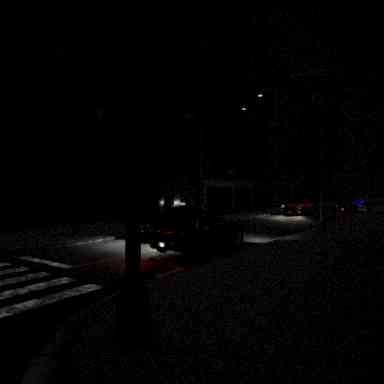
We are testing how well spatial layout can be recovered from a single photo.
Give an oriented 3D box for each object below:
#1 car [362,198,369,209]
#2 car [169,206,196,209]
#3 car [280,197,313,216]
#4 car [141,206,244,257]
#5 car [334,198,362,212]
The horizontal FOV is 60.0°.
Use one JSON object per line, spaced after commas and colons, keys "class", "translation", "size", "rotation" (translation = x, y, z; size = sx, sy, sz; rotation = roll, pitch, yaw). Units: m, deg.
{"class": "car", "translation": [23.586, 1.537, 46.749], "size": [1.812, 1.442, 4.674], "rotation": [0, 0, 35]}
{"class": "car", "translation": [-0.489, 1.497, 16.922], "size": [1.837, 1.490, 4.892], "rotation": [0, 0, 35]}
{"class": "car", "translation": [10.278, 1.343, 32.484], "size": [2.097, 1.767, 4.553], "rotation": [0, 0, 35]}
{"class": "car", "translation": [0.364, 1.510, 13.142], "size": [1.837, 1.490, 4.892], "rotation": [0, 0, 35]}
{"class": "car", "translation": [17.838, 1.605, 38.351], "size": [1.895, 1.301, 4.718], "rotation": [0, 0, 35]}
